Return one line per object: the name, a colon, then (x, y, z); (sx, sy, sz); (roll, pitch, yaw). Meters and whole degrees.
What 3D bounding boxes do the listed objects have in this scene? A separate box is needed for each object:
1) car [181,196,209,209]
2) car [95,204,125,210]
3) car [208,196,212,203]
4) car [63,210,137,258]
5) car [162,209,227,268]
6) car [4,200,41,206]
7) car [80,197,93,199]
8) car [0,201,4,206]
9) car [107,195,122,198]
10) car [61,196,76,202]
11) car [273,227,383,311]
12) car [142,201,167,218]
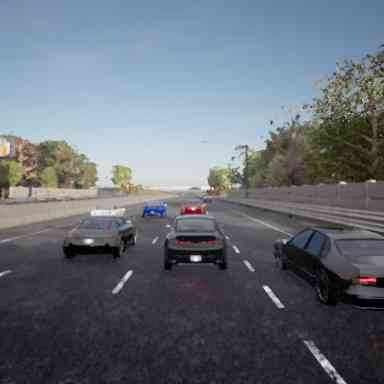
car: (0.106, 1.425, 29.031); (2.097, 1.767, 4.553); (0, 0, 0)
car: (-6.890, 1.671, 27.874); (1.895, 1.301, 4.718); (0, 0, 0)
car: (3.522, 1.745, 76.751); (1.812, 1.442, 4.674); (0, 0, 0)
car: (-3.396, 1.595, 12.965); (1.994, 1.385, 4.181); (0, 0, 0)
car: (0.103, 1.532, 11.312); (1.837, 1.490, 4.892); (0, 0, 0)
car: (-17.580, 1.597, 35.580); (1.837, 1.490, 4.892); (0, 0, 0)
car: (-24.478, 1.380, 77.614); (2.033, 1.411, 5.357); (0, 0, 0)
car: (-21.076, 1.660, 37.095); (1.994, 1.385, 4.181); (0, 0, 0)
car: (-17.478, 1.277, 77.234); (2.097, 1.767, 4.553); (0, 0, 0)
car: (-27.978, 1.686, 75.432); (2.128, 1.511, 4.902); (0, 0, 0)
car: (3.488, 1.555, 8.055); (2.033, 1.411, 5.357); (0, 0, -1)
car: (-3.390, 1.556, 30.903); (1.882, 1.535, 5.008); (0, 0, 0)
